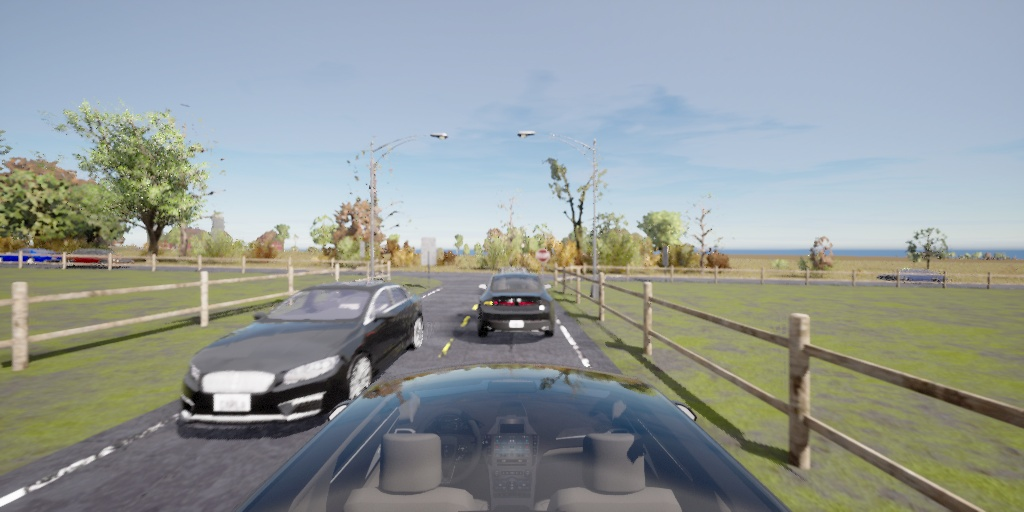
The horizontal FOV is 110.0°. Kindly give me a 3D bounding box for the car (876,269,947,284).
[{"bbox_3d":[39.220,1.960,35.221,5.357,1.411,2.033,1,1,0],"label":"car"}]

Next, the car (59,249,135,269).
[{"bbox_3d":[-36.935,0.183,32.281,4.553,1.767,2.097,1,1,0],"label":"car"}]

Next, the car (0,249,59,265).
[{"bbox_3d":[-47.334,0.030,35.186,5.008,1.535,1.882,1,1,1],"label":"car"}]

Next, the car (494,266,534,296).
[{"bbox_3d":[0.059,1.252,19.530,1.895,1.301,4.718,0,0,-1],"label":"car"}]

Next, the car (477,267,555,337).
[{"bbox_3d":[0.095,1.207,10.131,1.837,1.490,4.892,0,0,0],"label":"car"}]

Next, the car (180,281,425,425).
[{"bbox_3d":[-2.847,1.216,6.098,2.128,1.511,4.902,0,0,0],"label":"car"}]
